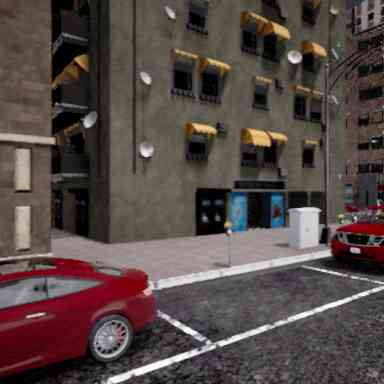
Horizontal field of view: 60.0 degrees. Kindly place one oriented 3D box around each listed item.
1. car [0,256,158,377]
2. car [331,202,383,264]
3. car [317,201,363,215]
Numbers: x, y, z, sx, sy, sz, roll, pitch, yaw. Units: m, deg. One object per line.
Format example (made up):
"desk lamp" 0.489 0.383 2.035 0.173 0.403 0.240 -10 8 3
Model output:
"car" -2.458 1.582 4.345 4.206 1.307 1.802 0 0 -36
"car" 6.651 1.329 10.843 5.009 1.841 2.192 0 0 -36
"car" 16.872 1.818 38.151 1.887 1.381 4.507 -1 0 -36
